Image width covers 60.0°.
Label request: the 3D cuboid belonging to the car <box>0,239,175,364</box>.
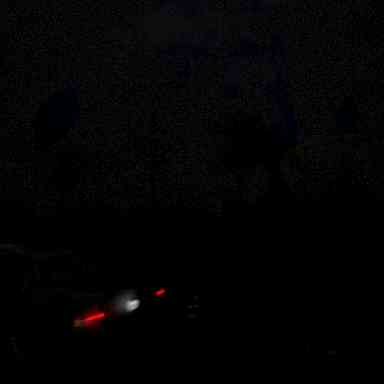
[{"bbox_3d":[-2.833,1.576,5.880,5.357,1.411,2.033,0,0,35],"label":"car"}]
